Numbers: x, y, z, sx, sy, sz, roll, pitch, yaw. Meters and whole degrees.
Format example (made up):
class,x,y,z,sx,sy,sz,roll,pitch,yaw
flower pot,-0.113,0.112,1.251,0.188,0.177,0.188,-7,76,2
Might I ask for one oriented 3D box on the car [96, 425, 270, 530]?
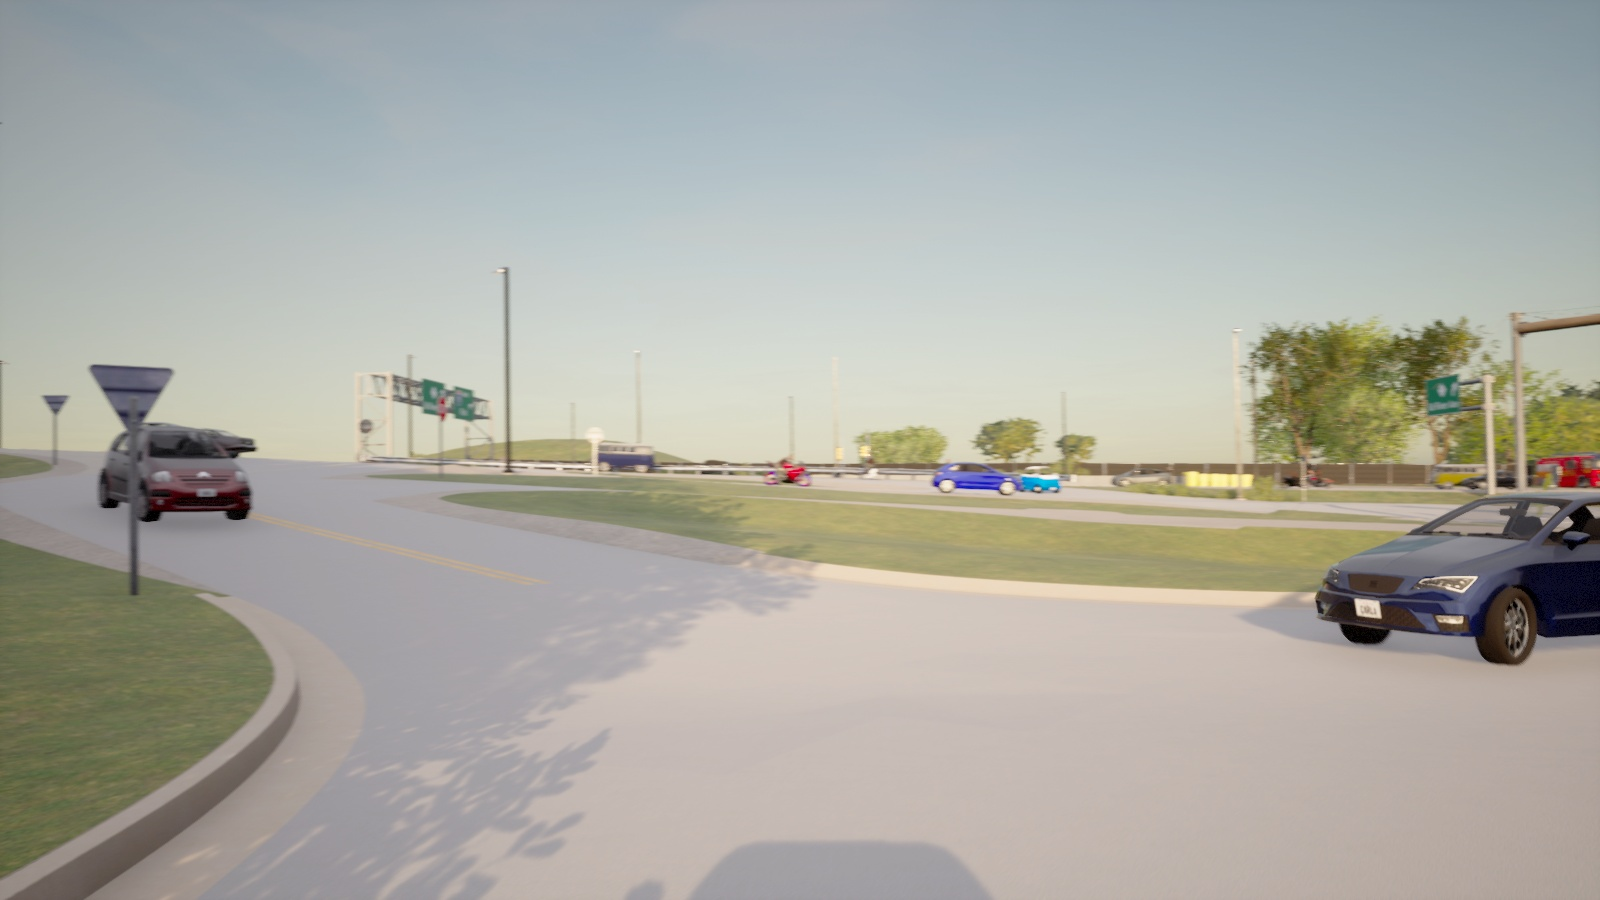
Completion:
class,x,y,z,sx,sy,sz,roll,pitch,yaw
car,-11.419,0.438,23.123,1.851,1.617,3.988,1,2,-42

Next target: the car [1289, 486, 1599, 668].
class,x,y,z,sx,sy,sz,roll,pitch,yaw
car,6.951,1.084,11.897,4.193,1.474,1.816,0,-2,-22

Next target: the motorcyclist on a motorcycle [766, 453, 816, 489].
class,x,y,z,sx,sy,sz,roll,pitch,yaw
motorcyclist on a motorcycle,-0.398,0.979,58.340,2.191,1.530,0.866,2,-1,4

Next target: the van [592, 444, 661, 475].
class,x,y,z,sx,sy,sz,roll,pitch,yaw
van,-11.854,0.666,85.916,4.442,1.987,1.775,1,-2,-2

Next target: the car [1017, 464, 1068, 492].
class,x,y,z,sx,sy,sz,roll,pitch,yaw
car,12.503,1.438,64.688,1.481,1.376,2.207,-1,1,-31

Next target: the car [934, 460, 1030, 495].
class,x,y,z,sx,sy,sz,roll,pitch,yaw
car,8.329,1.256,57.762,4.193,1.474,1.816,2,-1,3

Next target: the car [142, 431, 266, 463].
class,x,y,z,sx,sy,sz,roll,pitch,yaw
car,-30.015,-0.148,63.311,5.357,1.411,2.033,2,-2,6

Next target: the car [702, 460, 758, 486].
class,x,y,z,sx,sy,sz,roll,pitch,yaw
car,-5.109,1.728,91.947,3.866,1.878,1.905,0,-2,3
